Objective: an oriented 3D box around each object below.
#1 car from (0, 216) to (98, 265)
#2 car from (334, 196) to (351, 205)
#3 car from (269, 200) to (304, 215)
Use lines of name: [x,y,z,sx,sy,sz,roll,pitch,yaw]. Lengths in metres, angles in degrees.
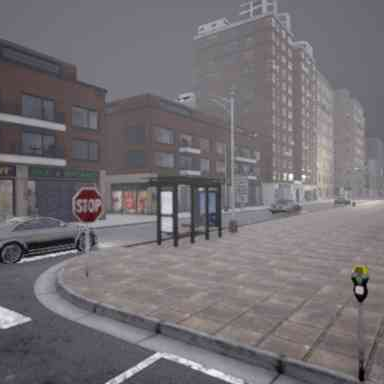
car: [-5.443,1.543,11.834,1.994,1.385,4.181,0,0,35]
car: [24.551,1.370,54.207,2.128,1.511,4.902,-1,0,35]
car: [9.355,1.476,32.744,2.033,1.411,5.357,-1,0,35]
